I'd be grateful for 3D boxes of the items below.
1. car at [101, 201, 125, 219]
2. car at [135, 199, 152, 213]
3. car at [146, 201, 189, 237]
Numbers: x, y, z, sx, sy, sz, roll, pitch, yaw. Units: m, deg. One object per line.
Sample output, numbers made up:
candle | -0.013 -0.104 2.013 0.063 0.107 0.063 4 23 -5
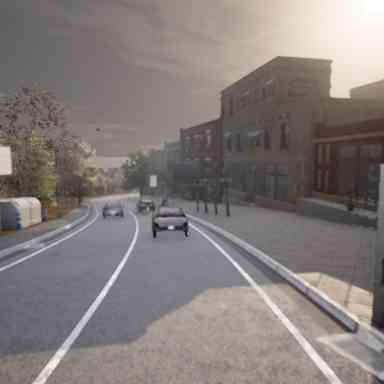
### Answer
car | -7.195 1.602 30.562 2.128 1.511 4.902 -1 0 -12
car | -5.369 1.548 38.263 1.837 1.490 4.892 -2 0 -15
car | -1.292 1.492 18.295 2.128 1.511 4.902 -1 0 -7
